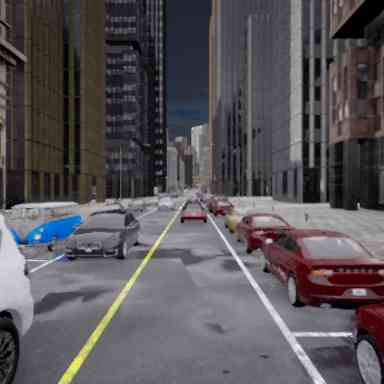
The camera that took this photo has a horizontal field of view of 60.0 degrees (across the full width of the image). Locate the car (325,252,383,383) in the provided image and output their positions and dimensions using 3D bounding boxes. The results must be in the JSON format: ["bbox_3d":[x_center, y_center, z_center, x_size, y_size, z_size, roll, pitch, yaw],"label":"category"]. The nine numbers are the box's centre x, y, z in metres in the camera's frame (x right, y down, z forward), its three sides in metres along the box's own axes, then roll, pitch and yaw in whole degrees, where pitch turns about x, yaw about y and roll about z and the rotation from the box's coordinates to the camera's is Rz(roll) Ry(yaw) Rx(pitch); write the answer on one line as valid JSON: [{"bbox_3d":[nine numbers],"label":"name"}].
[{"bbox_3d":[2.778,1.538,2.238,1.887,1.381,4.507,0,0,0],"label":"car"}]

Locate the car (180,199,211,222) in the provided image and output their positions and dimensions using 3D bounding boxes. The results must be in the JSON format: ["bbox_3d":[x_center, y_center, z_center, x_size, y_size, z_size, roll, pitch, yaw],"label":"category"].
[{"bbox_3d":[0.115,1.493,25.237,1.994,1.385,4.181,0,0,0],"label":"car"}]

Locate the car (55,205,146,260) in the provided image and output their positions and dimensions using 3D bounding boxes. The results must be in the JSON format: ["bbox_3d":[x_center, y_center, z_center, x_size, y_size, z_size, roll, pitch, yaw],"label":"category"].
[{"bbox_3d":[-3.075,1.468,12.360,1.837,1.490,4.892,0,1,0],"label":"car"}]

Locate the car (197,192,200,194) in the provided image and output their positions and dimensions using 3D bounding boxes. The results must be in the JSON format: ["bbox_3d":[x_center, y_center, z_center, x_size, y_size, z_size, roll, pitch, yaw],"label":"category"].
[{"bbox_3d":[2.796,1.125,68.543,2.192,1.841,5.009,0,0,0],"label":"car"}]

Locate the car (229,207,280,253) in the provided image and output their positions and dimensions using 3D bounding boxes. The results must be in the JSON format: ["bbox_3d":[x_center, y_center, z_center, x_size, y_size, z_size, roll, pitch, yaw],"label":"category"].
[{"bbox_3d":[2.781,1.506,13.289,1.887,1.381,4.507,0,0,0],"label":"car"}]

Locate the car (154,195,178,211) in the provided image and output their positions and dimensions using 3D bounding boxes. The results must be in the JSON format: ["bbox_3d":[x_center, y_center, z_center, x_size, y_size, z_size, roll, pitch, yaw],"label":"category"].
[{"bbox_3d":[-3.007,1.416,38.889,1.812,1.442,4.674,0,0,1],"label":"car"}]

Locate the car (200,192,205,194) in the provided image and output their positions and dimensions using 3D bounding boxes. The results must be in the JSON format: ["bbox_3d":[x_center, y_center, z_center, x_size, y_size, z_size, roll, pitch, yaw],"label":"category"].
[{"bbox_3d":[2.794,1.280,57.493,1.967,1.590,4.097,0,0,0],"label":"car"}]

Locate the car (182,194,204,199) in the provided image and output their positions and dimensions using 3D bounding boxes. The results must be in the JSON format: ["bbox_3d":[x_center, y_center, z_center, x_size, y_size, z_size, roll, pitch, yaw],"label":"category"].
[{"bbox_3d":[0.108,1.371,43.635,2.128,1.511,4.902,0,0,0],"label":"car"}]

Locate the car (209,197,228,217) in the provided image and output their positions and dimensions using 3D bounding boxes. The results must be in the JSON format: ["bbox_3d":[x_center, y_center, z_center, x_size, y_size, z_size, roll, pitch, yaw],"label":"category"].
[{"bbox_3d":[2.786,1.460,29.865,1.887,1.381,4.507,0,0,0],"label":"car"}]

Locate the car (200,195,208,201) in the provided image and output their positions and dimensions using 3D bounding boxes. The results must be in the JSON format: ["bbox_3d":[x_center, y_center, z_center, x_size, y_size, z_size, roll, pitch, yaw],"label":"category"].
[{"bbox_3d":[2.801,1.328,79.594,1.887,1.381,4.507,0,0,0],"label":"car"}]

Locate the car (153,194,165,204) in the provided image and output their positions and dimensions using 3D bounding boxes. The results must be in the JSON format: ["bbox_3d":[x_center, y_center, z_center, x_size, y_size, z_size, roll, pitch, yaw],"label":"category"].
[{"bbox_3d":[-5.744,1.381,51.815,1.752,1.417,4.829,0,0,0],"label":"car"}]

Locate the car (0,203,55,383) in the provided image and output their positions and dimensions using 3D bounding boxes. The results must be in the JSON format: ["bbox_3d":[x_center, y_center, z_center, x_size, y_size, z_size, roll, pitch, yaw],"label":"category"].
[{"bbox_3d":[-3.087,1.217,1.957,2.150,2.045,5.566,0,0,0],"label":"car"}]

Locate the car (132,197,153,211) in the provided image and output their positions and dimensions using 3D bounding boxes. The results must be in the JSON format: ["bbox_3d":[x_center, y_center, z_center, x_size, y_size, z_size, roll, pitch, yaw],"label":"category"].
[{"bbox_3d":[-5.755,1.452,35.411,2.008,1.369,4.403,0,0,0],"label":"car"}]

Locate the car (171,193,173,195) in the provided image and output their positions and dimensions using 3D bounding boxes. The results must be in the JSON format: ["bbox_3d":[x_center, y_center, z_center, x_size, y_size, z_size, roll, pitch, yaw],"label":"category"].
[{"bbox_3d":[-5.729,1.323,73.914,1.752,1.417,4.829,0,0,0],"label":"car"}]

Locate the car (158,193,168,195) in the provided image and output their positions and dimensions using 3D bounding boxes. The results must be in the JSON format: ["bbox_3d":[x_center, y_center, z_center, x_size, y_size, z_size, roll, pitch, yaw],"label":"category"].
[{"bbox_3d":[-5.737,1.140,63.034,2.192,1.841,5.009,0,0,0],"label":"car"}]

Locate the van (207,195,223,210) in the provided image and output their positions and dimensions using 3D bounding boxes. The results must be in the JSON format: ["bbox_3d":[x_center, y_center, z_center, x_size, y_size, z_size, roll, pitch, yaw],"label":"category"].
[{"bbox_3d":[2.789,1.226,40.915,1.690,1.788,3.998,0,0,0],"label":"van"}]

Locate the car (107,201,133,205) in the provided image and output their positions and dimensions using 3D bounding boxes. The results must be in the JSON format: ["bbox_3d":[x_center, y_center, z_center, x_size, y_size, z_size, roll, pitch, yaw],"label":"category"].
[{"bbox_3d":[-5.762,1.513,24.361,1.802,1.307,4.206,0,0,0],"label":"car"}]

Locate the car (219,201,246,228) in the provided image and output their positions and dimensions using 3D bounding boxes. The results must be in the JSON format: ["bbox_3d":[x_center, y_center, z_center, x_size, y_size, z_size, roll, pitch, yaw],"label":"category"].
[{"bbox_3d":[2.783,1.471,18.984,1.752,1.417,4.829,0,0,0],"label":"car"}]

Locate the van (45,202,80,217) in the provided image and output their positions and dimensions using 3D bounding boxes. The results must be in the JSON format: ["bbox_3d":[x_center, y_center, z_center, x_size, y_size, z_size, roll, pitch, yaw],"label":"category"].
[{"bbox_3d":[-5.770,1.303,13.310,1.690,1.788,3.998,0,0,0],"label":"van"}]

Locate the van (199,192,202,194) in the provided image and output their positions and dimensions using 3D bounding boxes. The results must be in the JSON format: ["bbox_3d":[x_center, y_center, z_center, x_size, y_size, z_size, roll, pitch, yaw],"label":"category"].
[{"bbox_3d":[2.795,1.166,63.017,1.690,1.788,3.998,0,0,0],"label":"van"}]

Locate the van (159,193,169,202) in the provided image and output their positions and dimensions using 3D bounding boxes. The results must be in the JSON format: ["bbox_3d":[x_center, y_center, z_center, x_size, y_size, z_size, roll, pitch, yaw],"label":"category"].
[{"bbox_3d":[-5.733,1.152,68.559,1.690,1.788,3.998,0,0,0],"label":"van"}]

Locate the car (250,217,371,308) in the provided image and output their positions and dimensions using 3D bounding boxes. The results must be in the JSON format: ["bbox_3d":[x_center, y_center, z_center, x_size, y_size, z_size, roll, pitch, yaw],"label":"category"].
[{"bbox_3d":[2.780,1.522,7.764,1.887,1.381,4.507,0,0,0],"label":"car"}]

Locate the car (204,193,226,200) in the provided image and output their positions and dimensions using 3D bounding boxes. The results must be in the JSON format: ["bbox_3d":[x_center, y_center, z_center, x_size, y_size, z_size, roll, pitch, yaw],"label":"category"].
[{"bbox_3d":[2.787,1.215,35.390,2.192,1.841,5.009,0,0,0],"label":"car"}]
